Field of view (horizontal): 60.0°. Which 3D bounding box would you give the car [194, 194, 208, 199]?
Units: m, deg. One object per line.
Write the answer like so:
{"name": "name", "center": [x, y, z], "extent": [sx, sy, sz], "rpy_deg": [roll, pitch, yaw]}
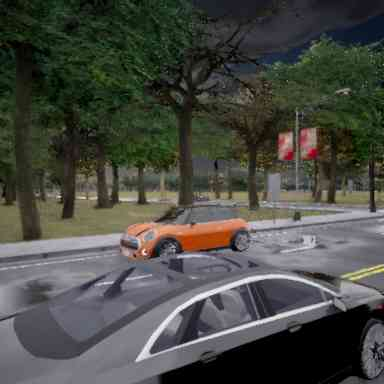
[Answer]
{"name": "car", "center": [1.141, 1.085, 55.010], "extent": [1.812, 1.442, 4.674], "rpy_deg": [-1, 0, -35]}

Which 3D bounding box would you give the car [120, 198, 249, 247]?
{"name": "car", "center": [-0.171, 1.272, 11.537], "extent": [4.553, 1.767, 2.097], "rpy_deg": [-1, 1, -35]}

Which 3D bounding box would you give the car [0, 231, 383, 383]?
{"name": "car", "center": [0.399, 1.463, 3.719], "extent": [4.902, 1.511, 2.128], "rpy_deg": [-1, 1, -36]}
